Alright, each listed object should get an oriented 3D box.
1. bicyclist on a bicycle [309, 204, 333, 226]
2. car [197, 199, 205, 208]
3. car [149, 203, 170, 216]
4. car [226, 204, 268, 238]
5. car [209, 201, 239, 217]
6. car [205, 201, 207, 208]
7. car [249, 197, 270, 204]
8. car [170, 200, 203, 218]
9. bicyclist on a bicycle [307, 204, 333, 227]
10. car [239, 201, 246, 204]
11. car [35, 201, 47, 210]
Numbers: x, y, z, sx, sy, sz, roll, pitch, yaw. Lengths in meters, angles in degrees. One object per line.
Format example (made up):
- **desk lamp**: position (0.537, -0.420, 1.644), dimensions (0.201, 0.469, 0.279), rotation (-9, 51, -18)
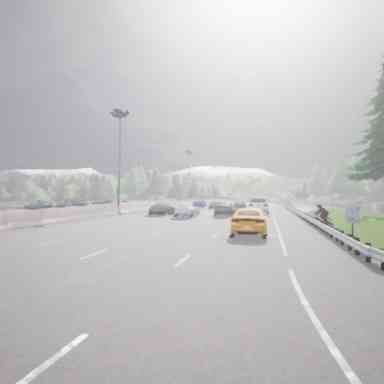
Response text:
- **bicyclist on a bicycle**: position (9.436, 1.732, 24.170), dimensions (1.656, 1.620, 0.582), rotation (2, 0, 6)
- **car**: position (1.342, 2.004, 57.547), dimensions (1.882, 1.535, 5.008), rotation (0, 0, 13)
- **car**: position (-3.334, 1.879, 37.181), dimensions (1.994, 1.385, 4.181), rotation (0, -1, 13)
- **car**: position (3.307, 1.661, 19.040), dimensions (1.882, 1.535, 5.008), rotation (0, 0, 13)
- **car**: position (3.566, 1.831, 35.954), dimensions (2.128, 1.511, 4.902), rotation (0, -1, 13)
- **car**: position (3.897, 2.064, 53.040), dimensions (1.994, 1.385, 4.181), rotation (0, 0, 13)
- **car**: position (7.761, 1.610, 38.584), dimensions (2.150, 2.045, 5.566), rotation (0, 0, 13)
- **car**: position (-0.501, 1.826, 33.873), dimensions (1.812, 1.442, 4.674), rotation (0, -1, 13)
- **bicyclist on a bicycle**: position (9.657, 1.740, 25.138), dimensions (1.656, 1.620, 0.582), rotation (1, -2, 34)
- **car**: position (7.666, 2.091, 53.811), dimensions (1.994, 1.385, 4.181), rotation (0, 0, 13)
- **car**: position (-20.052, 1.849, 43.419), dimensions (1.994, 1.385, 4.181), rotation (0, -1, 13)
